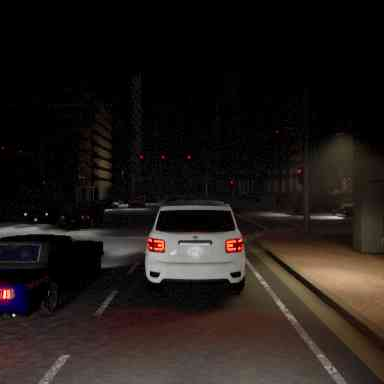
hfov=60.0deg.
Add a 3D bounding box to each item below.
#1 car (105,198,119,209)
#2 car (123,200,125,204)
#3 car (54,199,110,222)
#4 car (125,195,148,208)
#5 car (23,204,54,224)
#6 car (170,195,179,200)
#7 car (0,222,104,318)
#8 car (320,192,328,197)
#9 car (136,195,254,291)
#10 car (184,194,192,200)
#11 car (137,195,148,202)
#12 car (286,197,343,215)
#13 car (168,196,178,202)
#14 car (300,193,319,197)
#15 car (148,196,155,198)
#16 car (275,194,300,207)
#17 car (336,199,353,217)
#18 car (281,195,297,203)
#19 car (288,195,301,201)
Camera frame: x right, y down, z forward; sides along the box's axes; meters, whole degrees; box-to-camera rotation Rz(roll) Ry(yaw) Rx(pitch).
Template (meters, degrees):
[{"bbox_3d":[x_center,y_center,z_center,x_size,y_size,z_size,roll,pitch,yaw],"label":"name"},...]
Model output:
[{"bbox_3d":[-11.391,1.547,45.772,2.033,1.411,5.357,0,0,0],"label":"car"},{"bbox_3d":[-11.418,1.601,61.706,1.895,1.301,4.718,0,0,0],"label":"car"},{"bbox_3d":[-7.196,1.477,22.322,1.882,1.535,5.008,0,0,-2],"label":"car"},{"bbox_3d":[-7.897,1.477,47.833,1.882,1.535,5.008,0,0,0],"label":"car"},{"bbox_3d":[-10.774,1.601,24.949,1.895,1.301,4.718,0,0,-3],"label":"car"},{"bbox_3d":[-4.462,1.378,85.837,1.994,1.385,4.181,0,0,0],"label":"car"},{"bbox_3d":[-3.417,1.601,7.376,1.895,1.301,4.718,0,0,1],"label":"car"},{"bbox_3d":[30.174,1.153,79.723,1.932,1.855,4.605,0,0,0],"label":"car"},{"bbox_3d":[0.096,1.221,9.126,2.150,2.045,5.566,0,0,1],"label":"car"},{"bbox_3d":[-0.962,1.303,85.852,1.882,1.535,5.008,0,0,0],"label":"car"},{"bbox_3d":[-11.425,1.471,76.966,1.882,1.535,5.008,0,0,0],"label":"car"},{"bbox_3d":[12.305,1.505,32.918,4.892,1.490,1.837,0,0,0],"label":"car"},{"bbox_3d":[-4.428,1.550,77.684,1.994,1.385,4.181,0,0,0],"label":"car"},{"bbox_3d":[16.145,1.156,47.095,1.905,1.878,3.866,0,0,0],"label":"car"},{"bbox_3d":[-7.917,1.504,64.806,1.837,1.490,4.892,0,0,0],"label":"car"},{"bbox_3d":[13.251,1.153,47.147,1.932,1.855,4.605,0,0,0],"label":"car"},{"bbox_3d":[15.459,1.564,29.382,4.181,1.385,1.994,0,0,1],"label":"car"},{"bbox_3d":[18.839,1.395,64.564,1.970,1.475,3.806,0,0,0],"label":"car"},{"bbox_3d":[24.596,1.395,79.670,1.970,1.475,3.806,0,0,0],"label":"car"}]
